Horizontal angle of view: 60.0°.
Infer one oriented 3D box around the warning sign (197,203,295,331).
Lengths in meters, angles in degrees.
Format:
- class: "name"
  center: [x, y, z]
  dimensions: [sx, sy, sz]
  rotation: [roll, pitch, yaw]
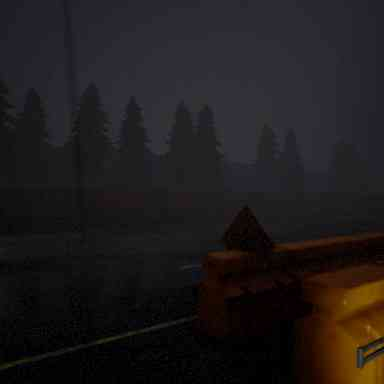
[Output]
- class: "warning sign"
  center: [0.910, 1.154, 5.806]
  dimensions: [1.060, 1.860, 1.300]
  rotation: [1, 0, -35]
